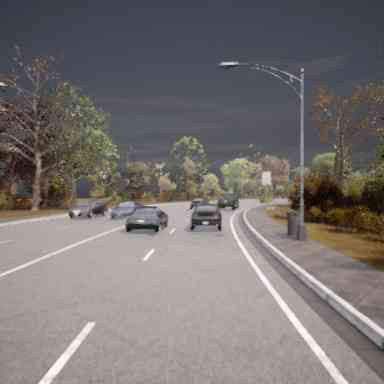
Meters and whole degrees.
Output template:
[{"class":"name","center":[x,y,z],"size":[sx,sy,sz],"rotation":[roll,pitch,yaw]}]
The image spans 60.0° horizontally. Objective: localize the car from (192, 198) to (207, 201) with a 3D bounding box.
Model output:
[{"class":"car","center":[1.096,1.499,42.374],"size":[1.837,1.490,4.892],"rotation":[0,0,14]}]

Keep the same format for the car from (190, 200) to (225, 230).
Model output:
[{"class":"car","center":[0.992,1.503,21.179],"size":[1.837,1.490,4.892],"rotation":[0,0,5]}]

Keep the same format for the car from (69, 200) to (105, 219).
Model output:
[{"class":"car","center":[-8.899,1.479,28.955],"size":[2.128,1.511,4.902],"rotation":[0,0,8]}]

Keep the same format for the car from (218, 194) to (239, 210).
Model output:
[{"class":"car","center":[4.706,1.225,42.486],"size":[2.150,2.045,5.566],"rotation":[0,0,15]}]

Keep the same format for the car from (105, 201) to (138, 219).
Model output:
[{"class":"car","center":[-5.435,1.518,28.460],"size":[1.812,1.442,4.674],"rotation":[0,0,8]}]

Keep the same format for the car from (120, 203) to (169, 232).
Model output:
[{"class":"car","center":[-2.606,1.558,20.133],"size":[1.994,1.385,4.181],"rotation":[0,0,5]}]
